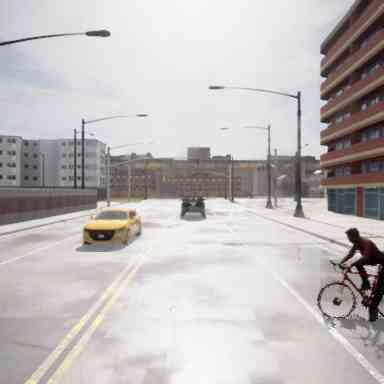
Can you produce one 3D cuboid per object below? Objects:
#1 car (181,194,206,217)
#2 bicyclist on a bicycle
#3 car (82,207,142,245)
[{"bbox_3d":[0.107,1.219,31.490,2.150,2.045,5.566,0,0,0],"label":"car"},{"bbox_3d":[3.018,1.449,5.863,1.656,1.620,0.582,-2,0,0],"label":"bicyclist on a bicycle"},{"bbox_3d":[-3.572,1.476,15.636,1.882,1.535,5.008,0,0,0],"label":"car"}]
